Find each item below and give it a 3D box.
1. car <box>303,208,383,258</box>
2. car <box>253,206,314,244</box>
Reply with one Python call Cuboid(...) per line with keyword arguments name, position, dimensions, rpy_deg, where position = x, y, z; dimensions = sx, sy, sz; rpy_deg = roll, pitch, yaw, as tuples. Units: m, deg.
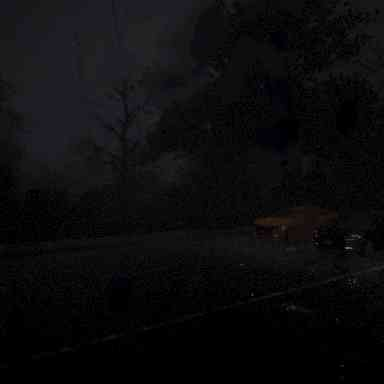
Cuboid(name="car", position=(6.767, 1.461, 12.845), dimensions=(5.008, 1.535, 1.882), rpy_deg=(0, 0, -34))
Cuboid(name="car", position=(5.131, 1.459, 15.960), dimensions=(5.008, 1.535, 1.882), rpy_deg=(0, 0, -34))
